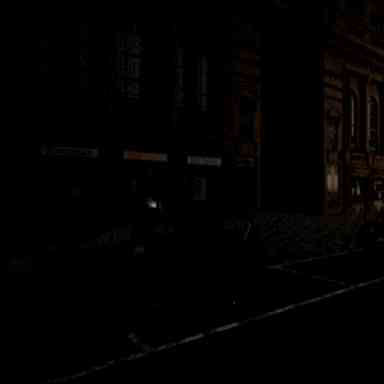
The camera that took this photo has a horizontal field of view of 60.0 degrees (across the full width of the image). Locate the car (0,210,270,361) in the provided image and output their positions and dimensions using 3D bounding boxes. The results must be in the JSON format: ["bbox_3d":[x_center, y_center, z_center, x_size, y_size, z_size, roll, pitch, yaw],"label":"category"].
[{"bbox_3d":[-0.731,1.310,6.118,5.009,1.841,2.192,0,0,-35],"label":"car"}]

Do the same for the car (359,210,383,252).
[{"bbox_3d":[8.404,1.290,12.605,5.009,1.841,2.192,0,0,-35],"label":"car"}]
